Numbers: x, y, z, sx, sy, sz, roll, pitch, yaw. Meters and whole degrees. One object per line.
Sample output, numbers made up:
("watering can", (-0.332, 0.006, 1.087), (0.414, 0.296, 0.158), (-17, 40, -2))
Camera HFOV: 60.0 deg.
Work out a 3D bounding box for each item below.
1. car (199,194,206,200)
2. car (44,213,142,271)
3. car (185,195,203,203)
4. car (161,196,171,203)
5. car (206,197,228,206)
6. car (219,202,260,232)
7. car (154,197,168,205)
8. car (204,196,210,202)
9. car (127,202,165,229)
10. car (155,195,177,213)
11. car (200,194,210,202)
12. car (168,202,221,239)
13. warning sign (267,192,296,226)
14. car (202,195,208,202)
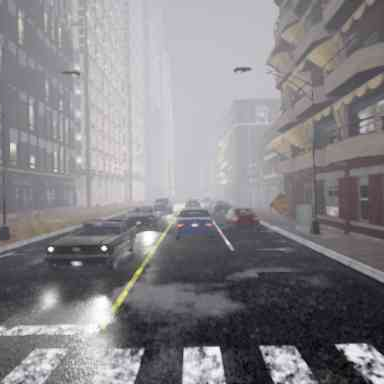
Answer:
("car", (2.894, 1.401, 94.093), (1.752, 1.417, 4.829), (-1, 0, 0))
("car", (-3.090, 1.614, 11.131), (1.895, 1.301, 4.718), (-1, 0, 0))
("car", (0.100, 1.498, 43.076), (1.994, 1.385, 4.181), (-1, 0, 1))
("car", (-5.538, 1.583, 71.350), (1.887, 1.381, 4.507), (-1, 0, 0))
("car", (2.748, 1.437, 31.790), (2.008, 1.369, 4.403), (-1, 0, 0))
("car", (2.768, 1.475, 18.873), (1.802, 1.307, 4.206), (-1, 0, 0))
("car", (-5.564, 1.591, 60.052), (2.008, 1.369, 4.403), (-1, 0, 0))
("car", (2.762, 1.434, 37.438), (2.008, 1.369, 4.403), (-1, 0, 0))
("car", (-3.060, 1.570, 21.122), (1.994, 1.385, 4.181), (-1, 0, 0))
("car", (-3.023, 1.353, 34.179), (2.097, 1.767, 4.553), (-1, 0, 0))
("car", (2.838, 1.315, 71.330), (1.967, 1.590, 4.097), (-1, 0, 0))
("car", (0.122, 1.493, 17.051), (2.033, 1.411, 5.357), (-1, 0, 0))
("warning sign", (5.083, 0.963, 18.982), (1.300, 1.860, 1.060), (-1, 0, 0))
("car", (2.828, 1.457, 65.681), (1.802, 1.307, 4.206), (-1, 0, 0))
